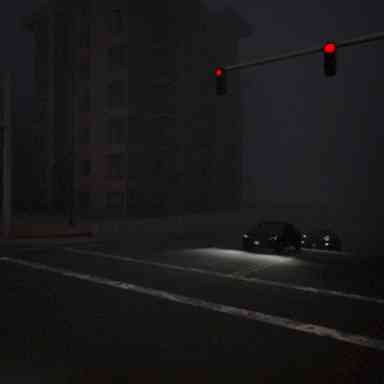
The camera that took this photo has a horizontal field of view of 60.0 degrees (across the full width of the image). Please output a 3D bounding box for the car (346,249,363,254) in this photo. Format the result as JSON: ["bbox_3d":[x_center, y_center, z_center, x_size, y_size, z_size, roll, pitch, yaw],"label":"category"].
[{"bbox_3d":[18.032,7.068,37.000,2.033,1.411,5.357,0,-13,35],"label":"car"}]

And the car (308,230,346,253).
[{"bbox_3d":[9.821,3.628,25.131,2.097,1.767,4.553,0,-12,35],"label":"car"}]

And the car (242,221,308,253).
[{"bbox_3d":[4.220,2.218,17.008,1.812,1.442,4.674,0,-5,33],"label":"car"}]
